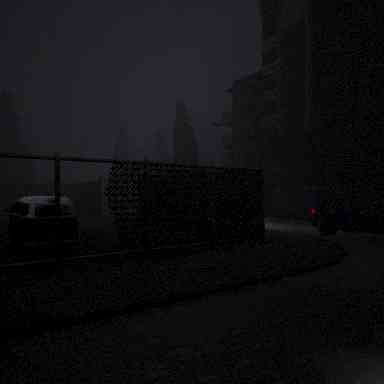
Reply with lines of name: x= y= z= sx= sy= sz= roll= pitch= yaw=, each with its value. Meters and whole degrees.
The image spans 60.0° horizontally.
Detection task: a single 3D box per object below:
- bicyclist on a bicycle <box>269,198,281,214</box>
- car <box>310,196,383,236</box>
bicyclist on a bicycle: x=7.951 y=1.349 z=31.774 sx=1.656 sy=1.620 sz=0.582 roll=0 pitch=0 yaw=-36
car: x=8.611 y=1.223 z=16.393 sx=2.150 sy=2.045 sz=5.566 roll=0 pitch=0 yaw=-35
